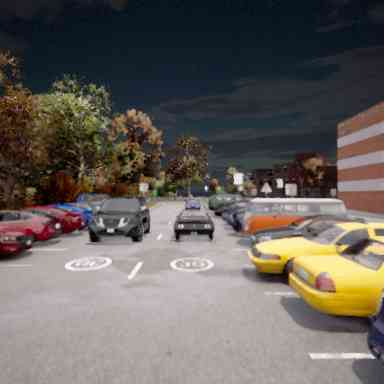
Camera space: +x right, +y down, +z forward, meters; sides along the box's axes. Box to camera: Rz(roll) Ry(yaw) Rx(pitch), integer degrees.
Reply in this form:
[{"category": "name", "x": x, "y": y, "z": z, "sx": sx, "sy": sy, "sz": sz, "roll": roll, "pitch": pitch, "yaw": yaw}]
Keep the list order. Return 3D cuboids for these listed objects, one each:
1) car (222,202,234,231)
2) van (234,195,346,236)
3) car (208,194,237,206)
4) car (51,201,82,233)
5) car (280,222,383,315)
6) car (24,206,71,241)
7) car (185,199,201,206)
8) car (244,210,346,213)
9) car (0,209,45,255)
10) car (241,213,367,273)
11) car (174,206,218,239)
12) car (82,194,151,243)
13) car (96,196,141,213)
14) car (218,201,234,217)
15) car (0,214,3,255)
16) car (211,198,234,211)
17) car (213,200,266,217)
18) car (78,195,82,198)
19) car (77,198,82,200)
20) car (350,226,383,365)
[{"category": "car", "x": 4.411, "y": 1.533, "z": 20.233, "sx": 4.674, "sy": 1.452, "sz": 2.002, "roll": 0, "pitch": 0, "yaw": 0}, {"category": "van", "x": 4.297, "y": 1.264, "z": 14.582, "sx": 4.442, "sy": 1.987, "sz": 1.878, "roll": 0, "pitch": 0, "yaw": 0}, {"category": "car", "x": 4.442, "y": 1.241, "z": 34.362, "sx": 5.566, "sy": 2.045, "sz": 2.435, "roll": 0, "pitch": 0, "yaw": 0}, {"category": "car", "x": -8.150, "y": 1.494, "z": 20.154, "sx": 5.008, "sy": 1.535, "sz": 2.097, "roll": 0, "pitch": 0, "yaw": 0}, {"category": "car", "x": 4.600, "y": 1.481, "z": 6.105, "sx": 5.366, "sy": 1.575, "sz": 1.946, "roll": 0, "pitch": 0, "yaw": 0}, {"category": "car", "x": -8.183, "y": 1.520, "z": 14.506, "sx": 4.792, "sy": 1.488, "sz": 2.163, "roll": 0, "pitch": 0, "yaw": 0}, {"category": "car", "x": 0.097, "y": 1.552, "z": 40.061, "sx": 2.033, "sy": 1.411, "sz": 5.357, "roll": 0, "pitch": 0, "yaw": 0}, {"category": "car", "x": 4.417, "y": 1.528, "z": 11.756, "sx": 4.674, "sy": 1.452, "sz": 2.002, "roll": 0, "pitch": 0, "yaw": 0}, {"category": "car", "x": -8.159, "y": 1.488, "z": 11.559, "sx": 5.008, "sy": 1.535, "sz": 2.097, "roll": 0, "pitch": 0, "yaw": 0}, {"category": "car", "x": 4.229, "y": 1.483, "z": 8.931, "sx": 5.366, "sy": 1.575, "sz": 1.946, "roll": 0, "pitch": 0, "yaw": 0}, {"category": "car", "x": 0.100, "y": 1.612, "z": 17.436, "sx": 1.895, "sy": 1.301, "sz": 4.718, "roll": 0, "pitch": 0, "yaw": 0}, {"category": "car", "x": -3.342, "y": 1.233, "z": 16.443, "sx": 2.150, "sy": 2.045, "sz": 5.566, "roll": 0, "pitch": 0, "yaw": 0}, {"category": "car", "x": -8.097, "y": 1.357, "z": 37.105, "sx": 4.553, "sy": 1.767, "sz": 2.185, "roll": 0, "pitch": -1, "yaw": 0}, {"category": "car", "x": 4.416, "y": 1.535, "z": 23.059, "sx": 4.674, "sy": 1.452, "sz": 2.002, "roll": 0, "pitch": 0, "yaw": 0}, {"category": "car", "x": -8.149, "y": 1.486, "z": 8.735, "sx": 5.008, "sy": 1.535, "sz": 2.097, "roll": 0, "pitch": 0, "yaw": 0}, {"category": "car", "x": 4.419, "y": 1.496, "z": 28.710, "sx": 5.008, "sy": 1.535, "sz": 2.097, "roll": 0, "pitch": 0, "yaw": 0}, {"category": "car", "x": 4.416, "y": 1.534, "z": 31.538, "sx": 4.674, "sy": 1.452, "sz": 2.002, "roll": 0, "pitch": 0, "yaw": 0}, {"category": "car", "x": -8.132, "y": 1.244, "z": 31.325, "sx": 5.566, "sy": 2.045, "sz": 2.435, "roll": 0, "pitch": 0, "yaw": 0}, {"category": "car", "x": -8.166, "y": 1.497, "z": 28.625, "sx": 4.892, "sy": 1.521, "sz": 2.231, "roll": 0, "pitch": 0, "yaw": 0}, {"category": "car", "x": 4.383, "y": 1.356, "z": 3.279, "sx": 4.553, "sy": 1.767, "sz": 2.185, "roll": 0, "pitch": 0, "yaw": 0}]
